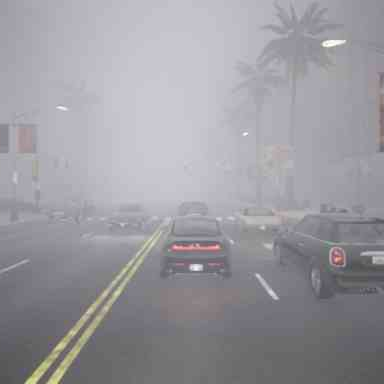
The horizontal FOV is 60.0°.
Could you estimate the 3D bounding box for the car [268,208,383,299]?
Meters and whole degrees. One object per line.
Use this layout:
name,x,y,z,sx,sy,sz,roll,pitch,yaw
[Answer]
car,3.587,1.306,8.470,2.097,1.767,4.553,0,0,0

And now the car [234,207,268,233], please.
car,3.571,1.499,18.932,1.895,1.301,4.718,0,0,0

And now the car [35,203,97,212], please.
car,-7.031,1.033,19.909,2.128,1.511,4.902,0,0,0

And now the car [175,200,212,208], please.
car,0.070,1.249,19.070,2.097,1.767,4.553,0,0,0

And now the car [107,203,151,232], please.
car,-3.536,1.407,19.382,1.837,1.490,4.892,0,0,0

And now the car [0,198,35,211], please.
car,-19.769,1.351,36.775,5.357,1.411,2.033,0,0,1

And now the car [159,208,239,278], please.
car,0.087,1.451,9.961,1.837,1.490,4.892,0,0,0
